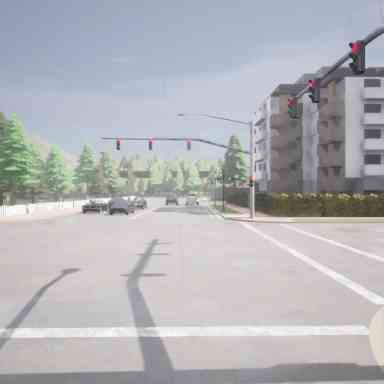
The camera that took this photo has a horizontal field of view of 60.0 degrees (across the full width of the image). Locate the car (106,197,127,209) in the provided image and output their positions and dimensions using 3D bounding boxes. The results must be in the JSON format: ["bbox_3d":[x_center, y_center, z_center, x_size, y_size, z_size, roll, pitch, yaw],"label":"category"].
[{"bbox_3d":[-10.517,1.478,46.687,1.882,1.535,5.008,0,0,0],"label":"car"}]

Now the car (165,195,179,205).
[{"bbox_3d":[-3.441,1.352,58.025,2.097,1.767,4.553,0,0,0],"label":"car"}]

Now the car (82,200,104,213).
[{"bbox_3d":[-10.535,1.601,36.647,1.895,1.301,4.718,0,0,0],"label":"car"}]

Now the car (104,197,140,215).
[{"bbox_3d":[-7.049,1.547,34.058,2.033,1.411,5.357,0,0,1],"label":"car"}]

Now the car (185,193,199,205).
[{"bbox_3d":[0.059,1.221,58.096,2.150,2.045,5.566,0,0,0],"label":"car"}]

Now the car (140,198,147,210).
[{"bbox_3d":[-7.033,1.491,43.708,2.128,1.511,4.902,0,0,0],"label":"car"}]
